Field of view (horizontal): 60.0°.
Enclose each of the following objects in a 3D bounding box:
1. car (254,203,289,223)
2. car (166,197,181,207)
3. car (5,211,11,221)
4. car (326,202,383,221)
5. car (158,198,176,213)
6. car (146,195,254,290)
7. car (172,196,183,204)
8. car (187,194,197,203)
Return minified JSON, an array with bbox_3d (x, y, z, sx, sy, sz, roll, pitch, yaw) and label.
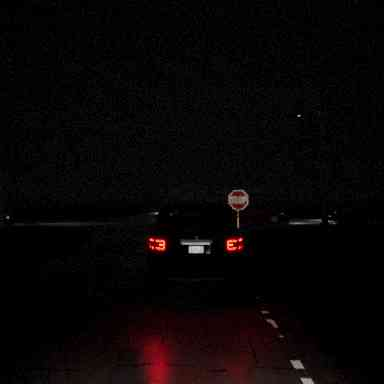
[{"bbox_3d":[5.038,1.548,24.742,4.181,1.385,1.994,-1,-1,25],"label":"car"},{"bbox_3d":[-2.870,1.586,51.773,2.033,1.411,5.357,0,0,1],"label":"car"},{"bbox_3d":[-15.510,1.564,23.551,4.902,1.511,2.128,0,-1,-2],"label":"car"},{"bbox_3d":[13.644,1.539,26.605,5.357,1.411,2.033,0,-1,-1],"label":"car"},{"bbox_3d":[-2.831,1.502,39.097,1.882,1.535,5.008,0,0,-2],"label":"car"},{"bbox_3d":[0.091,1.225,9.217,2.150,2.045,5.566,0,0,0],"label":"car"},{"bbox_3d":[-2.830,1.597,66.660,2.033,1.411,5.357,0,0,1],"label":"car"},{"bbox_3d":[-0.030,1.407,70.937,2.097,1.767,4.553,0,0,0],"label":"car"}]
